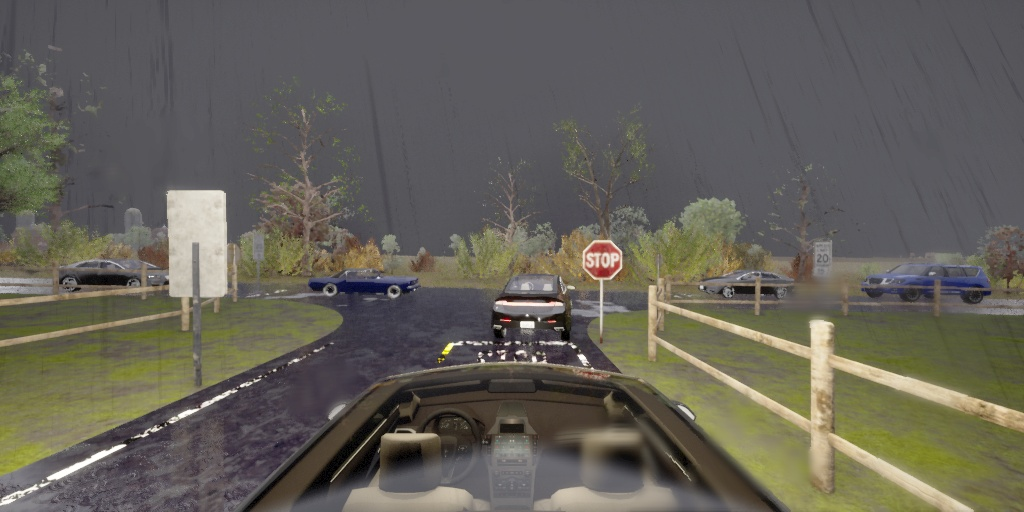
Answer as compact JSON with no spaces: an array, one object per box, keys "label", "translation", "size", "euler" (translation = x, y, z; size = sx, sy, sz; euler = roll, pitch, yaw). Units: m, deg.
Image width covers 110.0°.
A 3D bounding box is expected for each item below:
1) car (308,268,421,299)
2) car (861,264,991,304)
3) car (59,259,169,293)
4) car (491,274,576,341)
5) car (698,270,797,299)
[{"label":"car","translation":[-6.823,1.248,17.004],"size":[4.718,1.301,1.895],"euler":[1,1,0]},{"label":"car","translation":[22.899,1.466,19.922],"size":[5.566,2.045,2.150],"euler":[1,1,0]},{"label":"car","translation":[-18.490,0.885,17.020],"size":[4.902,1.511,2.128],"euler":[1,1,0]},{"label":"car","translation":[0.706,1.240,9.973],"size":[2.128,1.511,4.902],"euler":[0,0,9]},{"label":"car","translation":[13.003,1.525,19.932],"size":[4.902,1.511,2.128],"euler":[1,1,0]}]
